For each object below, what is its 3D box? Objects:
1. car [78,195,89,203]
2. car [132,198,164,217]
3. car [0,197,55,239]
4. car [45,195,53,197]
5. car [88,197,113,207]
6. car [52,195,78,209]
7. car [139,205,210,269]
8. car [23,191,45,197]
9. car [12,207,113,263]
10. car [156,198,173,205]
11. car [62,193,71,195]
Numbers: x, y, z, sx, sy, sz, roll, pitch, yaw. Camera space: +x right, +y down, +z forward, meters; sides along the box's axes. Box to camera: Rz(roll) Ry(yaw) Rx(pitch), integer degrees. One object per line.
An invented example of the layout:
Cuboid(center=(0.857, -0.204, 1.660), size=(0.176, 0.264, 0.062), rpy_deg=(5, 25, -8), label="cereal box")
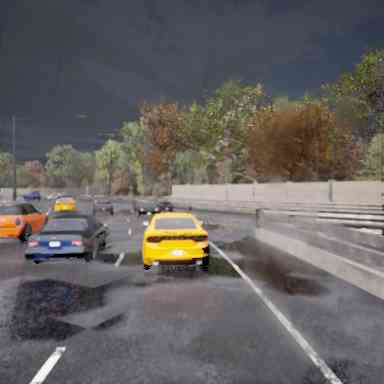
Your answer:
Cuboid(center=(-21.239, 1.325, 65.241), size=(1.994, 1.385, 4.181), rpy_deg=(0, 0, -36), label="car")
Cuboid(center=(-4.129, 1.476, 29.377), size=(1.895, 1.301, 4.718), rpy_deg=(0, 0, -16), label="car")
Cuboid(center=(-8.361, 1.306, 15.838), size=(2.097, 1.767, 4.553), rpy_deg=(0, 0, -9), label="car")
Cuboid(center=(-30.771, 1.220, 71.759), size=(1.895, 1.301, 4.718), rpy_deg=(0, 0, -43), label="car")
Cuboid(center=(-8.903, 1.366, 33.021), size=(2.128, 1.511, 4.902), rpy_deg=(0, 0, -18), label="car")
Cuboid(center=(-13.090, 1.360, 34.546), size=(1.882, 1.535, 5.008), rpy_deg=(0, 0, -18), label="car")
Cuboid(center=(-0.618, 1.427, 11.098), size=(1.882, 1.535, 5.008), rpy_deg=(0, 0, -6), label="car")
Cuboid(center=(-33.400, 0.871, 69.447), size=(2.150, 2.045, 5.566), rpy_deg=(0, 0, -43), label="car")
Cuboid(center=(-4.181, 1.505, 11.849), size=(2.033, 1.411, 5.357), rpy_deg=(0, 0, -7), label="car")
Cuboid(center=(-3.578, 1.345, 33.396), size=(1.837, 1.490, 4.892), rpy_deg=(-1, 1, -31), label="car")
Cuboid(center=(-28.122, 1.103, 74.048), size=(1.837, 1.490, 4.892), rpy_deg=(0, 0, -43), label="car")
